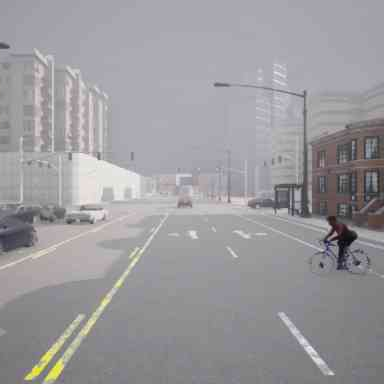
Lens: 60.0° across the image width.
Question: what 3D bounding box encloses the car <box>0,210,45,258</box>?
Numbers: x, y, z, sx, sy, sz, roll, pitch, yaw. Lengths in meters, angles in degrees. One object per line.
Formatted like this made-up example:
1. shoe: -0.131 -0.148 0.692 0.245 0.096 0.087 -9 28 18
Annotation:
1. car: -7.351 1.562 12.074 1.994 1.385 4.181 0 0 -1

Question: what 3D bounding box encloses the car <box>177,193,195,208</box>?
1. car: -0.992 1.351 47.448 2.097 1.767 4.553 0 0 -1

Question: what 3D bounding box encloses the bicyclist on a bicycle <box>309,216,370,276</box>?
1. bicyclist on a bicycle: 3.919 1.453 8.878 1.656 1.620 0.582 -2 0 -1

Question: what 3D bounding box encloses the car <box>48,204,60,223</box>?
1. car: -11.075 1.601 25.530 1.994 1.385 4.181 0 0 -1

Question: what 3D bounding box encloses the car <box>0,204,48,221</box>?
1. car: -11.035 1.492 20.267 2.128 1.511 4.902 0 0 -1

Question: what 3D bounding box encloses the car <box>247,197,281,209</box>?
1. car: 9.766 1.504 44.019 4.892 1.490 1.837 0 0 -8

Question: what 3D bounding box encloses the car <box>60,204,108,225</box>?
1. car: -7.615 1.600 24.306 1.895 1.301 4.718 0 0 -1
